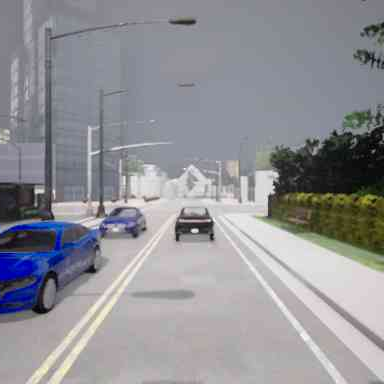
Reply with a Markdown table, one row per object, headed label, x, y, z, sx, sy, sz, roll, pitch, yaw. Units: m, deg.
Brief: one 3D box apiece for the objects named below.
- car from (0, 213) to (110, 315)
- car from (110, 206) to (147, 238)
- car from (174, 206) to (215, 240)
| label | x | y | z | sx | sy | sz | roll | pitch | yaw |
| --- | --- | --- | --- | --- | --- | --- | --- | --- | --- |
| car | -3.584 | 1.469 | 7.851 | 1.882 | 1.535 | 5.008 | 0 | 0 | 0 |
| car | -3.545 | 1.509 | 17.849 | 1.812 | 1.442 | 4.674 | 0 | 0 | 0 |
| car | 0.128 | 1.478 | 16.930 | 2.128 | 1.511 | 4.902 | 0 | 0 | 0 |
